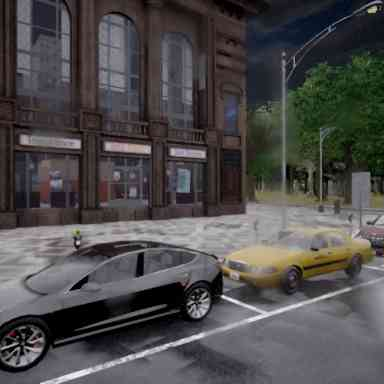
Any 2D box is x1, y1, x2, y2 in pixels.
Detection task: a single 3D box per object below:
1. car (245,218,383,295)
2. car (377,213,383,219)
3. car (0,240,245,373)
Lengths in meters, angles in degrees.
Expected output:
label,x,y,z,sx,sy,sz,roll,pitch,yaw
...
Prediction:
label,x,y,z,sx,sy,sz,roll,pitch,yaw
car,2.891,1.523,8.715,4.829,1.417,1.752,0,0,-36
car,7.453,1.437,11.974,4.097,1.590,1.967,0,0,-36
car,-1.396,1.565,5.654,4.313,1.339,1.947,0,0,-36
